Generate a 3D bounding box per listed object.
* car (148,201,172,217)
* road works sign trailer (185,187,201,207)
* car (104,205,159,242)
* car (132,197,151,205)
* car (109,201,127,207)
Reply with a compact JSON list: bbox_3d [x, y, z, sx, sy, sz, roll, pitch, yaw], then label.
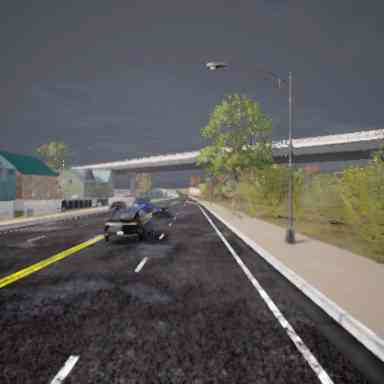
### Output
[{"bbox_3d":[-3.213,1.910,36.505,2.033,1.411,5.357,0,-1,0],"label":"car"},{"bbox_3d":[0.381,0.922,65.239,2.380,3.560,2.880,10,-7,1],"label":"road works sign trailer"},{"bbox_3d":[-3.228,1.665,17.426,2.128,1.511,4.902,0,0,0],"label":"car"},{"bbox_3d":[-6.628,1.678,44.701,2.150,2.045,5.566,0,-1,0],"label":"car"},{"bbox_3d":[-9.878,1.971,44.754,1.837,1.490,4.892,0,-1,0],"label":"car"}]
